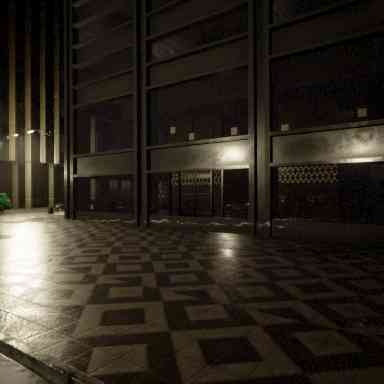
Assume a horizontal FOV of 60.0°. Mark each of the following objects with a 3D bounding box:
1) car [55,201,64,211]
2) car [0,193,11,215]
[{"bbox_3d":[-13.404,1.323,38.607,1.882,1.535,5.008,0,0,35],"label":"car"},{"bbox_3d":[-19.424,1.110,30.076,2.150,2.045,5.566,0,0,37],"label":"car"}]
